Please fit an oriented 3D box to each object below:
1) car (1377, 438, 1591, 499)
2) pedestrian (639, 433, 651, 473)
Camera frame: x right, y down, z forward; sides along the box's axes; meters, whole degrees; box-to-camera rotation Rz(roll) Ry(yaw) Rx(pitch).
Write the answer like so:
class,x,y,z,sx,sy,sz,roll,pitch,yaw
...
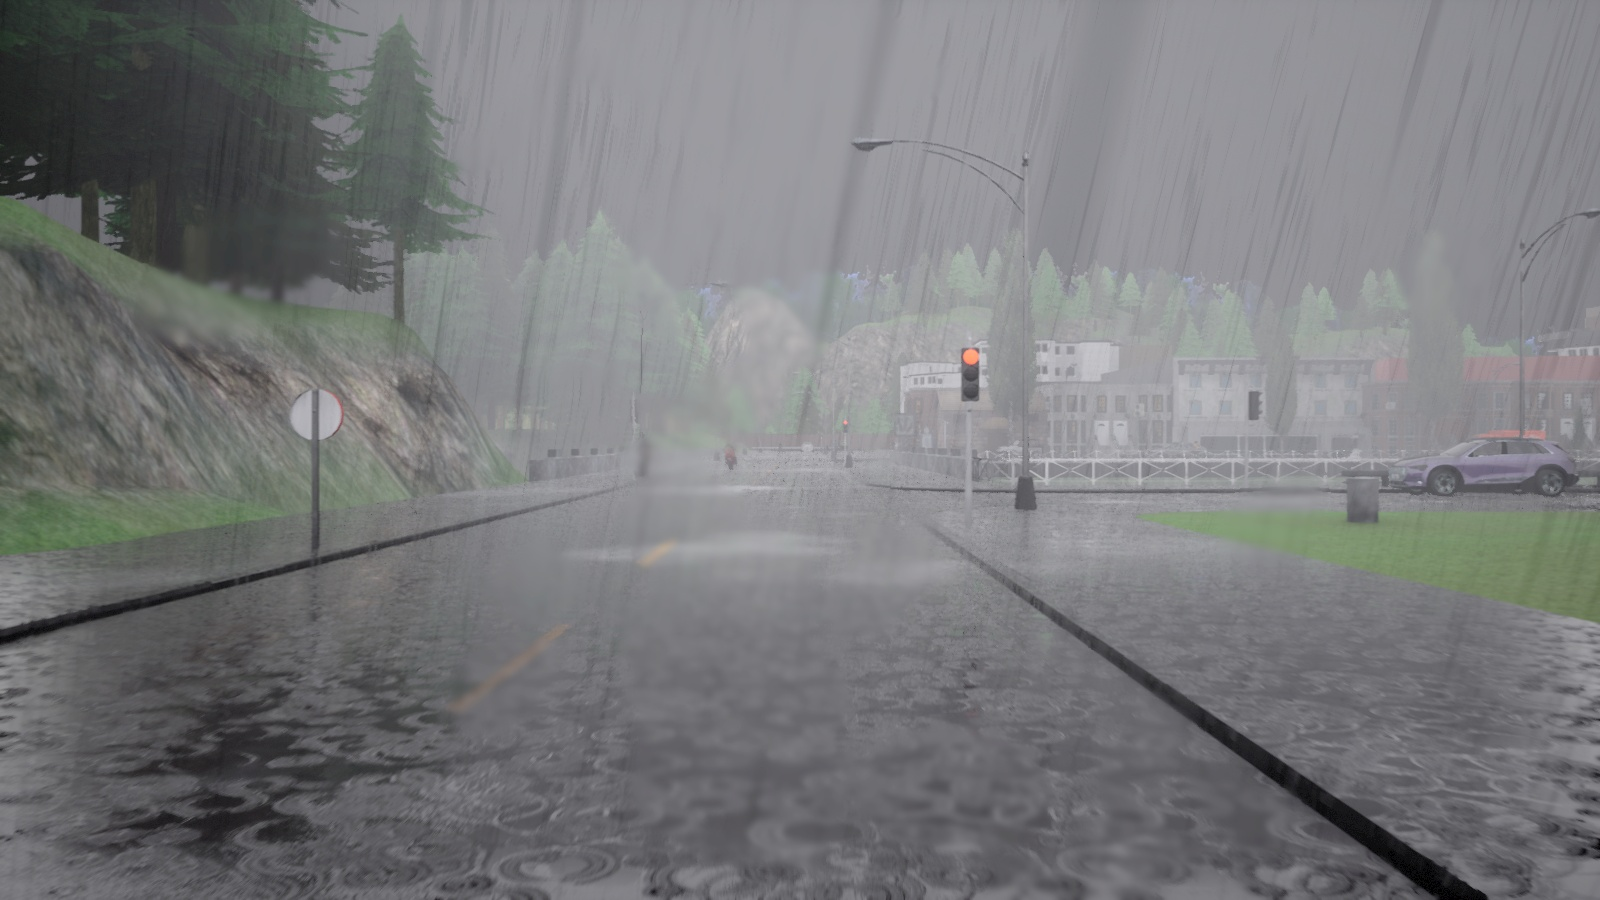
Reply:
class,x,y,z,sx,sy,sz,roll,pitch,yaw
car,19.021,0.494,35.081,4.856,1.649,2.033,0,0,0
pedestrian,-7.213,0.121,58.535,0.540,1.848,0.694,0,0,-4
